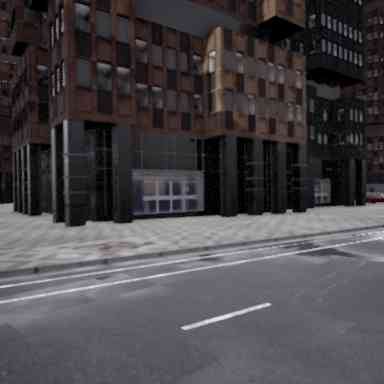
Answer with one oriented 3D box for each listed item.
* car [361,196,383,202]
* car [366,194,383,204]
[{"bbox_3d":[38.354,1.485,70.630,1.802,1.307,4.206,-1,1,-36],"label":"car"},{"bbox_3d":[34.563,1.343,61.262,2.192,1.841,5.009,-1,1,-36],"label":"car"}]
